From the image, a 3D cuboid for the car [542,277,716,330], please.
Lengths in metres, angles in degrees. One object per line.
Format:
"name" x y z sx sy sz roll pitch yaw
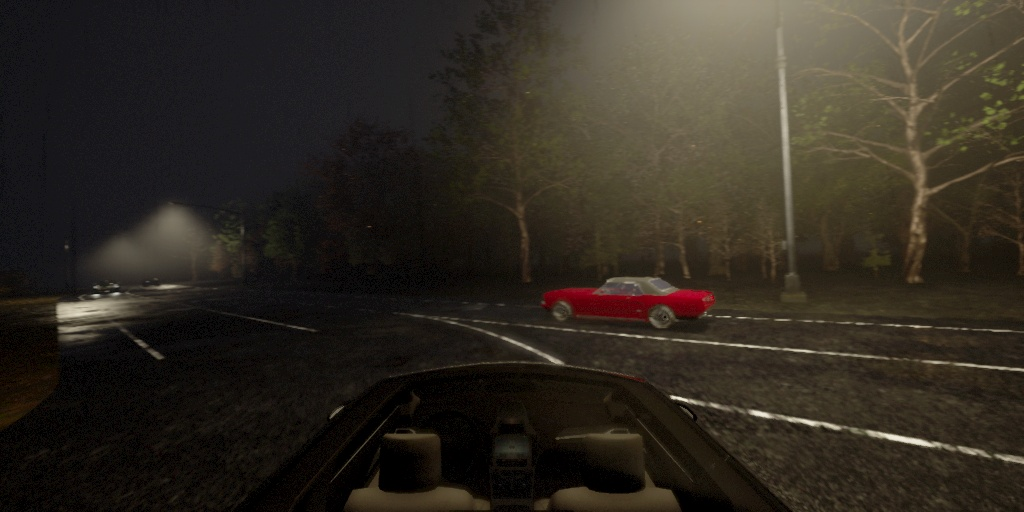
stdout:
"car" 3.250 1.291 10.657 4.718 1.301 1.895 -3 -1 37
